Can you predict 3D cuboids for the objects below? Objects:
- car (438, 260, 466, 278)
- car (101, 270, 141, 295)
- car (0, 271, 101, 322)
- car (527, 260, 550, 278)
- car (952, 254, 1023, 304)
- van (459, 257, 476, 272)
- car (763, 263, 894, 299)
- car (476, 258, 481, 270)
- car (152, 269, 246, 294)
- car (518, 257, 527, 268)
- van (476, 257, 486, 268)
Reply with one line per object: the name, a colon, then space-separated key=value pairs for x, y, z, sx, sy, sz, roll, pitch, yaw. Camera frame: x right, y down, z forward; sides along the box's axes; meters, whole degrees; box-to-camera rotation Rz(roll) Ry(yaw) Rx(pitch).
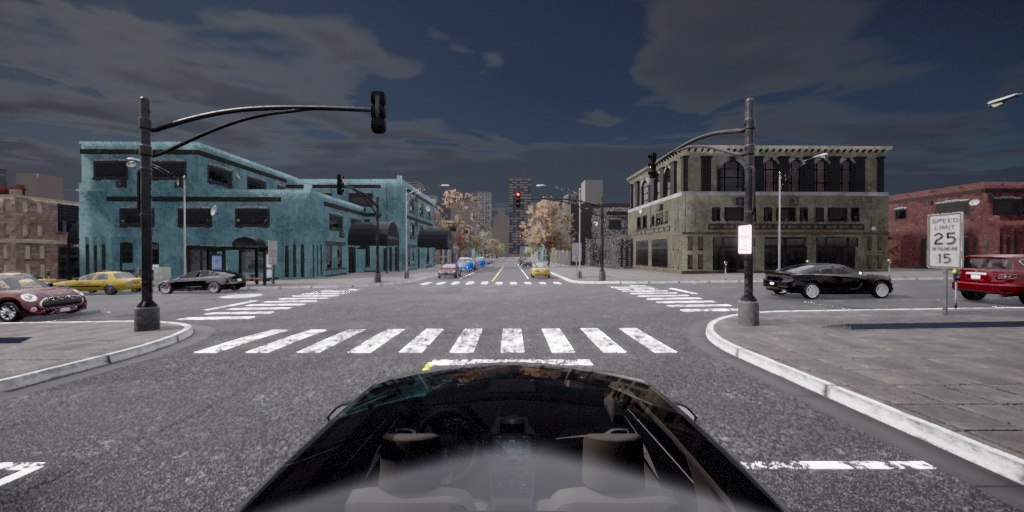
car: x=-5.752 y=1.332 z=33.450 sx=1.802 sy=1.307 sz=4.207 roll=0 pitch=0 yaw=0
car: x=-24.052 y=1.504 z=21.122 sx=4.829 sy=1.417 sz=1.751 roll=0 pitch=0 yaw=-1
car: x=-18.092 y=1.425 z=12.892 sx=4.097 sy=1.591 sz=1.967 roll=0 pitch=0 yaw=-1
car: x=2.628 y=1.275 z=33.638 sx=1.751 sy=1.417 sz=4.829 roll=0 pitch=0 yaw=0
car: x=19.923 y=0.844 z=13.618 sx=5.009 sy=1.841 sz=2.192 roll=0 pitch=0 yaw=-1
van: x=-5.775 y=1.090 z=44.543 sx=1.690 sy=1.789 sz=3.998 roll=0 pitch=0 yaw=0
car: x=14.176 y=1.053 z=16.188 sx=5.008 sy=1.535 sz=1.882 roll=-1 pitch=1 yaw=-1
car: x=-5.787 y=1.294 z=50.090 sx=1.888 sy=1.381 sz=4.507 roll=0 pitch=0 yaw=0
car: x=-18.229 y=1.477 z=21.238 sx=4.313 sy=1.339 sz=1.948 roll=0 pitch=0 yaw=-1
car: x=2.571 y=1.298 z=61.199 sx=2.007 sy=1.370 sz=4.403 roll=0 pitch=0 yaw=0
van: x=-5.810 y=1.089 z=61.182 sx=1.690 sy=1.789 sz=3.998 roll=0 pitch=0 yaw=0
